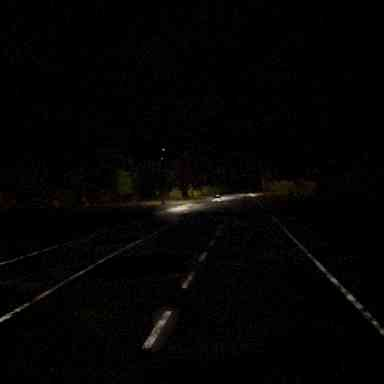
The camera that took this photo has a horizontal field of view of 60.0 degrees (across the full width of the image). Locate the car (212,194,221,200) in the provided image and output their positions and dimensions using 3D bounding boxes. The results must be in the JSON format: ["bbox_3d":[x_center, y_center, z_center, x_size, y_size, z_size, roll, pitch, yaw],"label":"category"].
[{"bbox_3d":[5.813,1.066,78.087,2.033,1.411,5.357,-2,0,9],"label":"car"}]
